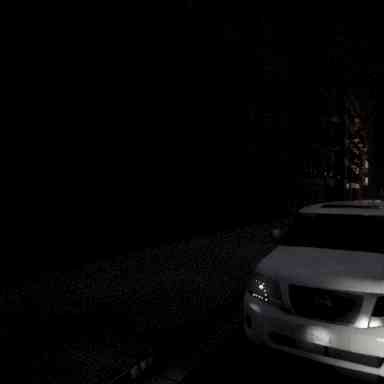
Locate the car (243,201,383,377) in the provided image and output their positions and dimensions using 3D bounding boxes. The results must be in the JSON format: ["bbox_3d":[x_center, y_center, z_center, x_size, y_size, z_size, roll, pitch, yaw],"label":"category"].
[{"bbox_3d":[2.836,1.222,5.960,2.150,2.045,5.566,0,0,31],"label":"car"}]
